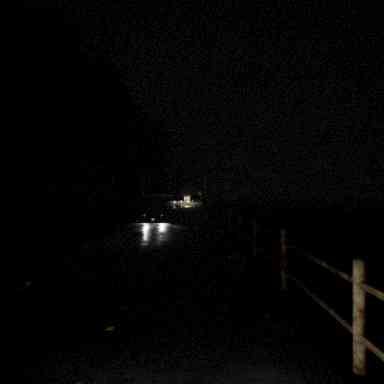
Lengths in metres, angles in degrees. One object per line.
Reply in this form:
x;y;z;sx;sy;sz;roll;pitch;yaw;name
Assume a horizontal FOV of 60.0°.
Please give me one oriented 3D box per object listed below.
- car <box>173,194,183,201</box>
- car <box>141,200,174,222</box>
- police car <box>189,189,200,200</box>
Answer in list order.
-2.819;1.098;68.183;1.837;1.490;4.892;0;1;0;car
-2.879;1.629;27.222;2.033;1.411;5.357;0;0;0;car
0.749;0.875;75.493;1.930;1.638;5.238;0;1;0;police car
